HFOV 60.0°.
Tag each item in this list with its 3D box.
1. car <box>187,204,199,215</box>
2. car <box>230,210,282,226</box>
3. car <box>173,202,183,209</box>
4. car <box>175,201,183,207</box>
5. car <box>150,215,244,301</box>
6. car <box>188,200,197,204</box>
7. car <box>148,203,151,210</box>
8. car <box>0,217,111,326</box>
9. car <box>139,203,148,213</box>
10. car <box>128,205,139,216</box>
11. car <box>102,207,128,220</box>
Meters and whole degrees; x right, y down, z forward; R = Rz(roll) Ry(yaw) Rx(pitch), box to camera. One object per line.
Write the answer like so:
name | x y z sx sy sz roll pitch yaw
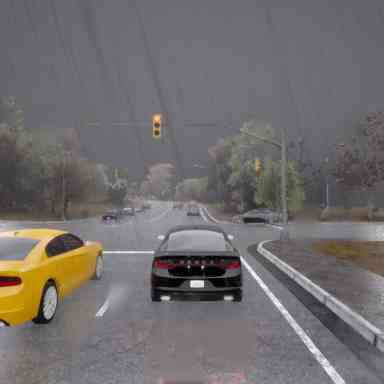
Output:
car | 0.234 3.280 56.845 1.994 1.385 4.181 0 -1 0
car | 6.111 2.441 31.953 4.902 1.511 2.128 0 -2 10
car | -3.322 3.180 76.660 1.837 1.490 4.892 0 0 0
car | -3.417 3.163 86.728 1.994 1.385 4.181 0 0 -3
car | 0.104 1.565 8.515 1.882 1.535 5.008 0 -1 0
car | 0.097 2.971 86.562 2.097 1.767 4.553 0 0 -3
car | -10.325 3.227 75.295 2.033 1.411 5.357 0 0 0
car | -3.404 1.542 7.274 1.882 1.535 5.008 0 -1 0
car | -10.391 3.243 64.715 2.128 1.511 4.902 0 0 1
car | -10.457 3.209 54.610 1.812 1.442 4.674 0 -1 0
car | -10.507 3.000 44.739 2.033 1.411 5.357 0 -2 1
